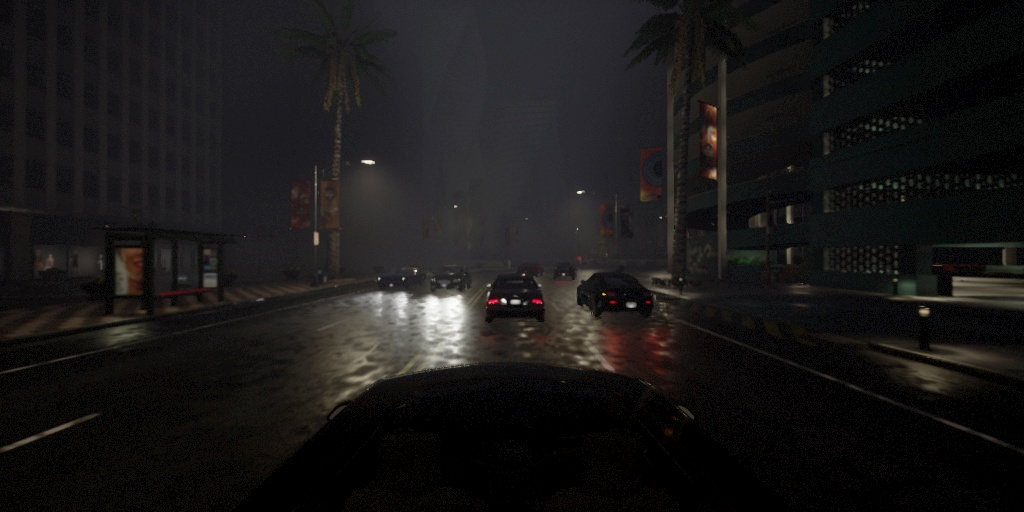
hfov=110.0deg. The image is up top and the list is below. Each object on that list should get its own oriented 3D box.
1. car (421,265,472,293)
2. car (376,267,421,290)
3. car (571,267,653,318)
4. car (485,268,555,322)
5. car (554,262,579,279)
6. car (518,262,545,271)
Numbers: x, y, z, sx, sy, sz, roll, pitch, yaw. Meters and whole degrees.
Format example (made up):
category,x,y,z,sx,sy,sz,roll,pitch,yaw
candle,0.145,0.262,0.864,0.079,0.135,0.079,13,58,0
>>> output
category,x,y,z,sx,sy,sz,roll,pitch,yaw
car,-3.522,1.292,21.284,2.128,1.511,4.902,0,0,1
car,-6.979,1.404,23.068,1.895,1.301,4.718,0,0,2
car,3.578,1.306,13.078,1.812,1.442,4.674,0,0,0
car,0.091,1.325,12.440,2.033,1.411,5.357,0,0,0
car,5.084,1.338,33.428,1.837,1.490,4.892,-1,0,15
car,1.919,1.314,34.997,1.882,1.535,5.008,0,0,16
